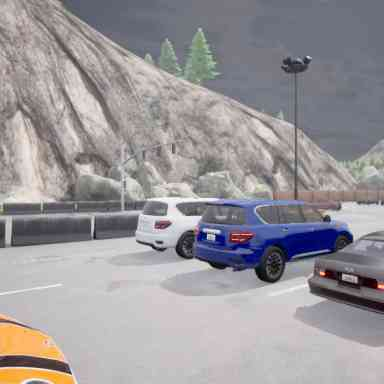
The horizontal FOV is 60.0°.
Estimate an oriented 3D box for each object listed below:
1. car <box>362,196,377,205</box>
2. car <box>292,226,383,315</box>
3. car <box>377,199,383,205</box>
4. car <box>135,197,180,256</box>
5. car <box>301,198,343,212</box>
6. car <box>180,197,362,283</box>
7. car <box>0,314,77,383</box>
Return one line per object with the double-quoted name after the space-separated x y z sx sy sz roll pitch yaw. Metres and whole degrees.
29.524 1.387 55.701 4.181 1.385 1.994 0 0 -36 "car"
4.783 1.547 7.236 5.357 1.411 2.033 0 0 -36 "car"
31.943 1.385 53.139 4.181 1.385 1.994 0 0 -36 "car"
0.572 1.221 12.824 5.566 2.045 2.150 0 0 -36 "car"
15.174 1.484 38.837 4.181 1.385 1.994 0 0 34 "car"
2.595 1.221 9.946 5.566 2.045 2.150 0 0 -38 "car"
-2.901 1.350 1.673 4.553 1.767 2.097 0 0 -36 "car"
